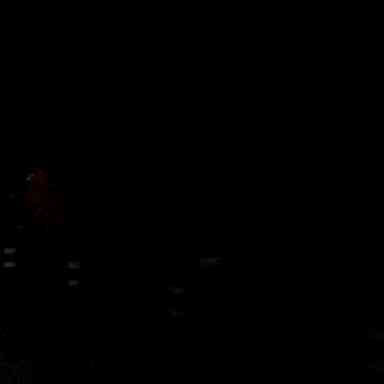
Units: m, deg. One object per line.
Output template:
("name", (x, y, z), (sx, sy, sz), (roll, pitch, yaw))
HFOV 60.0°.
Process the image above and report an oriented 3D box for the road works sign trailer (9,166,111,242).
("road works sign trailer", (-4.897, 0.813, 12.144), (3.560, 2.880, 2.380), (3, -41, 36))
